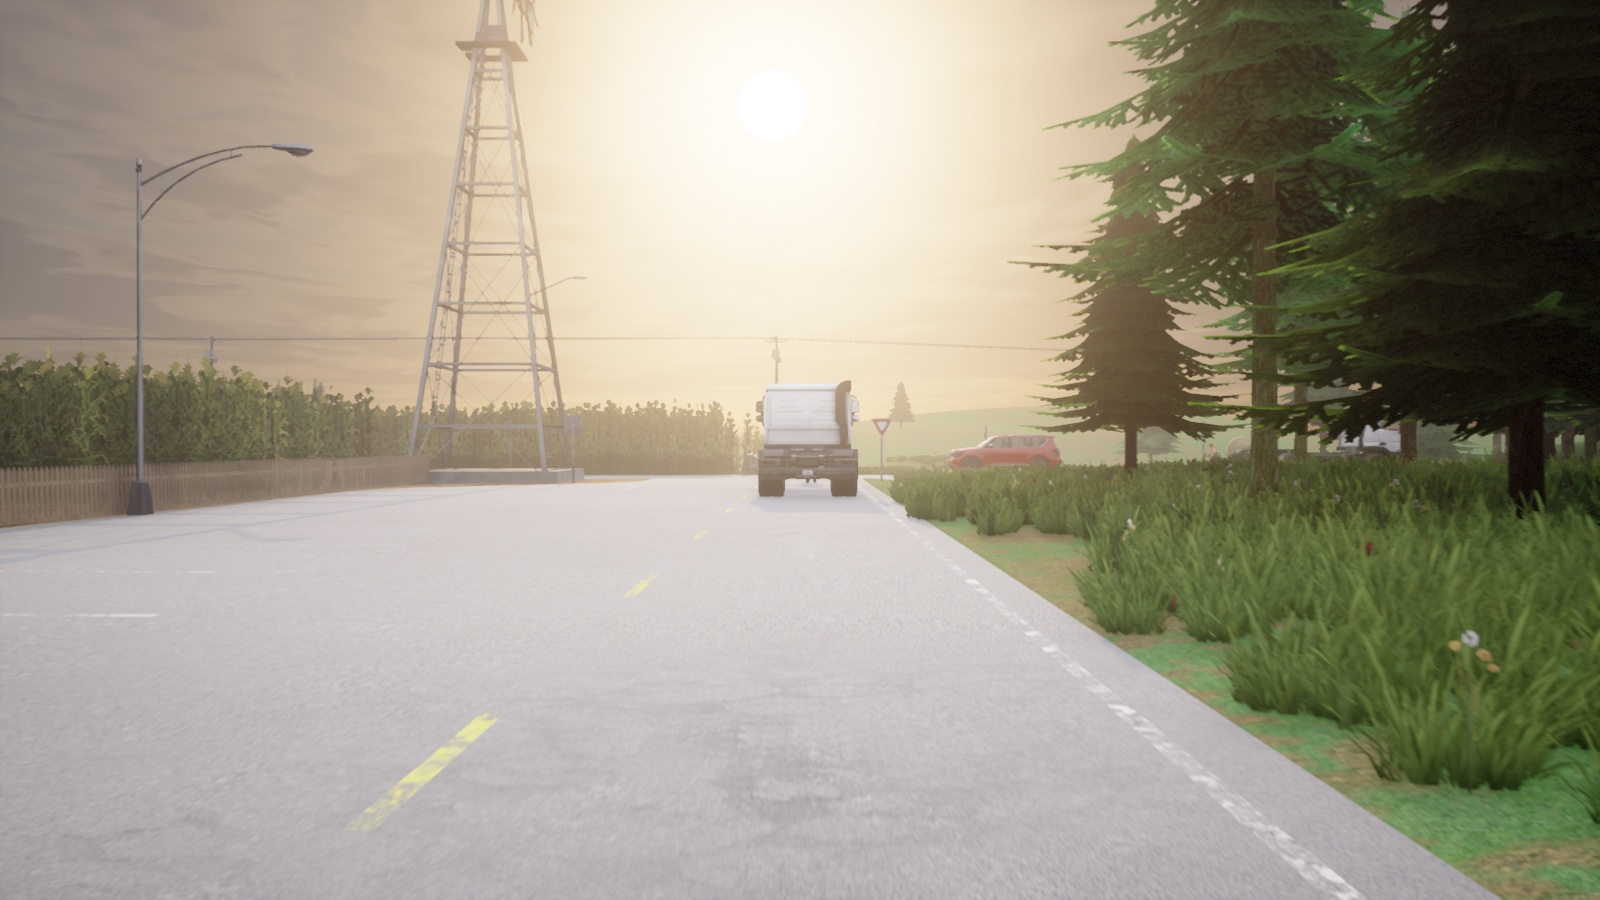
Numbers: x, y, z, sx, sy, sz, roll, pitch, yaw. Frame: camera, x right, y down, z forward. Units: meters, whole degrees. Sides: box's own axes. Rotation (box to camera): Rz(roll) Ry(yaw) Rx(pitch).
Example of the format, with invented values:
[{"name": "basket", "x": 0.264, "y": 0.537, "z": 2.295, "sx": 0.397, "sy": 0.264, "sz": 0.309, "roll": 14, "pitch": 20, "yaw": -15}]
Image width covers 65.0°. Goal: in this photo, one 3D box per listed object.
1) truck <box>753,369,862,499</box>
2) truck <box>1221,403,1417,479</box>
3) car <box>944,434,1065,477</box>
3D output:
[{"name": "truck", "x": 0.229, "y": -0.446, "z": 37.397, "sx": 2.891, "sy": 3.462, "sz": 7.936, "roll": 0, "pitch": 0, "yaw": 0}, {"name": "truck", "x": 24.108, "y": -0.406, "z": 58.590, "sx": 7.936, "sy": 3.462, "sz": 2.891, "roll": 0, "pitch": 0, "yaw": 0}, {"name": "car", "x": 10.002, "y": 0.265, "z": 61.736, "sx": 5.566, "sy": 2.045, "sz": 2.150, "roll": 0, "pitch": 0, "yaw": 0}]
